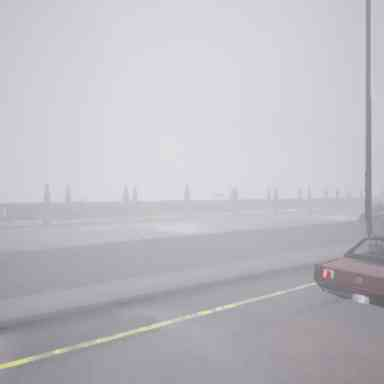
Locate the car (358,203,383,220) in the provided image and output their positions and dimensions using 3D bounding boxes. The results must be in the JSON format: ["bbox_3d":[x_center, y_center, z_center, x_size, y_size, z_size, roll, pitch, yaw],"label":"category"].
[{"bbox_3d":[12.700,1.508,21.647,4.892,1.490,1.837,0,0,-35],"label":"car"}]

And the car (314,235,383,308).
[{"bbox_3d":[4.805,1.602,7.176,4.718,1.301,1.895,0,0,-35],"label":"car"}]
